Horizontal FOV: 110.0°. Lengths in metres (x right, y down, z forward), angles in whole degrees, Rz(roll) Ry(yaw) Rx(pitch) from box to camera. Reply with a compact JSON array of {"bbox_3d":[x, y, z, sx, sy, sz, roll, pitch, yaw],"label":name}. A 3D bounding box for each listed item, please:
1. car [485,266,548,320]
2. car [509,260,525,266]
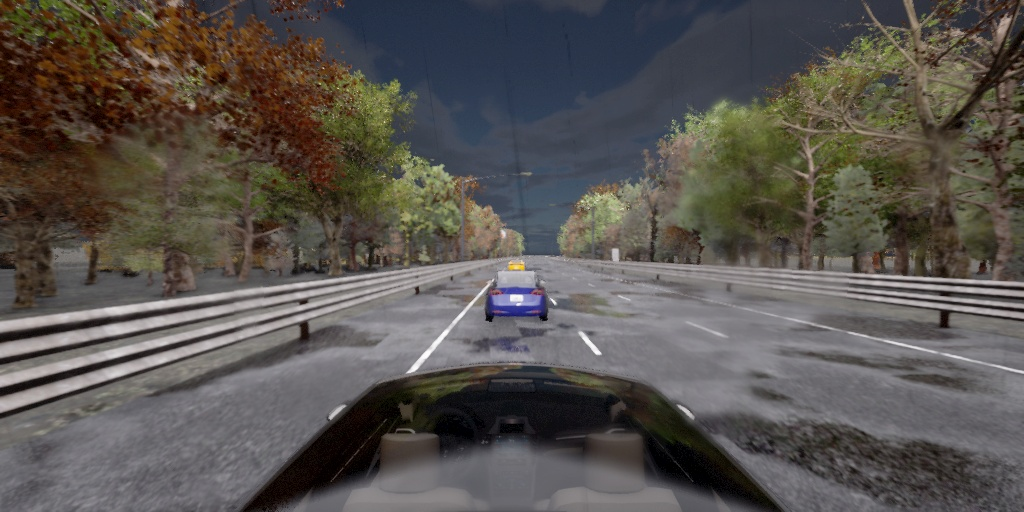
[{"bbox_3d":[0.146,1.249,12.582,2.163,1.488,4.792,0,0,0],"label":"car"},{"bbox_3d":[0.574,1.210,44.084,1.882,1.535,5.008,0,0,1],"label":"car"}]
